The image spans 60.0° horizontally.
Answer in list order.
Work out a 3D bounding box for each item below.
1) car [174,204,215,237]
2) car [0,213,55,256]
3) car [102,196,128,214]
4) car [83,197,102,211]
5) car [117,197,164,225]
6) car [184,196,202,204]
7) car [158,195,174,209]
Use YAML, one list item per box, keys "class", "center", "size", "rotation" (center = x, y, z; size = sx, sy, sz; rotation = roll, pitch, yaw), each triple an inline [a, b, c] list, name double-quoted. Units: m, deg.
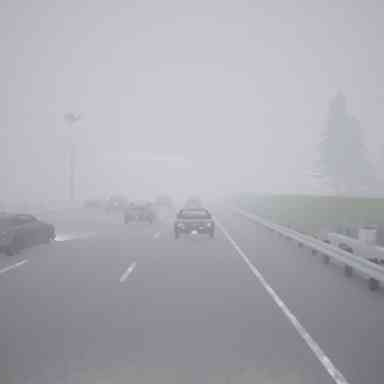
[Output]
- class: "car"
  center: [0.105, 1.501, 17.177]
  size: [1.895, 1.301, 4.718]
  rotation: [0, 0, 0]
- class: "car"
  center: [-6.897, 1.489, 12.703]
  size: [1.994, 1.385, 4.181]
  rotation: [0, 0, 0]
- class: "car"
  center: [-6.891, 1.168, 32.396]
  size: [2.097, 1.767, 4.553]
  rotation: [0, 0, 0]
- class: "car"
  center: [-10.390, 1.271, 36.527]
  size: [1.882, 1.535, 5.008]
  rotation: [0, 0, 0]
- class: "car"
  center: [-3.394, 1.362, 22.818]
  size: [2.128, 1.511, 4.902]
  rotation: [0, 0, 0]
- class: "car"
  center: [0.110, 1.278, 39.212]
  size: [1.837, 1.490, 4.892]
  rotation: [0, 0, 0]
- class: "car"
  center: [-3.389, 1.118, 40.786]
  size: [2.097, 1.767, 4.553]
  rotation: [0, 0, 0]
